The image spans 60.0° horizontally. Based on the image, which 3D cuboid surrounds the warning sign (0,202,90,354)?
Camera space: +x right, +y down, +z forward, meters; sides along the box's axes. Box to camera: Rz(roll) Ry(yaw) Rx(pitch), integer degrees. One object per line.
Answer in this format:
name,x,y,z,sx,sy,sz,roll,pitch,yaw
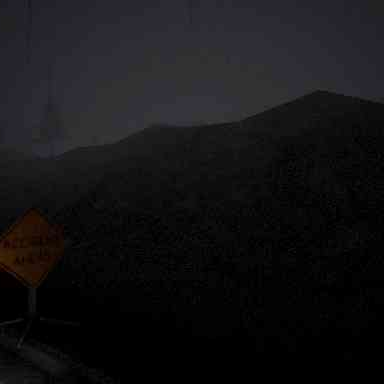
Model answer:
warning sign,-2.424,1.114,5.046,1.060,1.860,1.300,0,0,36
